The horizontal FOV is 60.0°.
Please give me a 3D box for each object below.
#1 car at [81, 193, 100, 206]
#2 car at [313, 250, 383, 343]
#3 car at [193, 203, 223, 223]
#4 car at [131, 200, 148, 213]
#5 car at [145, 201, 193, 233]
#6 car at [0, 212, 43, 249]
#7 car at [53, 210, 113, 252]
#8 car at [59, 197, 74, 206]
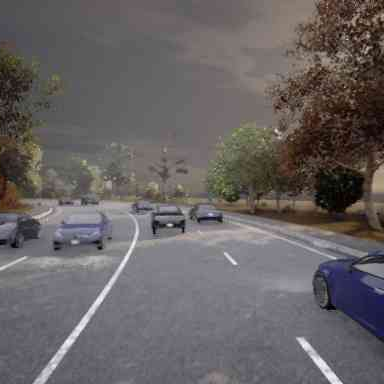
[{"bbox_3d":[-16.790,1.244,54.823,2.150,2.045,5.566,0,0,-27],"label":"car"},{"bbox_3d":[3.412,1.520,4.825,1.812,1.442,4.674,0,0,-2],"label":"car"},{"bbox_3d":[0.953,1.571,25.728,1.994,1.385,4.181,0,0,-11],"label":"car"},{"bbox_3d":[-5.713,1.565,37.752,2.033,1.411,5.357,0,0,-18],"label":"car"},{"bbox_3d":[-1.505,1.499,19.666,2.128,1.511,4.902,0,0,-8],"label":"car"},{"bbox_3d":[-8.044,1.579,14.443,1.994,1.385,4.181,0,0,-7],"label":"car"},{"bbox_3d":[-4.482,1.536,14.266,1.812,1.442,4.674,0,0,-7],"label":"car"},{"bbox_3d":[-20.802,1.584,54.962,1.994,1.385,4.181,0,0,-28],"label":"car"}]
